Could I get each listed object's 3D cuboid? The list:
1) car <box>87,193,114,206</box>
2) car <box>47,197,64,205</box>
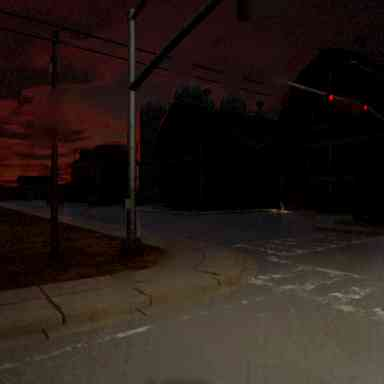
[{"bbox_3d":[-13.817,1.118,50.584,3.866,1.878,1.905,-2,5,11],"label":"car"},{"bbox_3d":[-23.348,1.537,56.654,1.994,1.385,4.181,0,0,-36],"label":"car"}]
